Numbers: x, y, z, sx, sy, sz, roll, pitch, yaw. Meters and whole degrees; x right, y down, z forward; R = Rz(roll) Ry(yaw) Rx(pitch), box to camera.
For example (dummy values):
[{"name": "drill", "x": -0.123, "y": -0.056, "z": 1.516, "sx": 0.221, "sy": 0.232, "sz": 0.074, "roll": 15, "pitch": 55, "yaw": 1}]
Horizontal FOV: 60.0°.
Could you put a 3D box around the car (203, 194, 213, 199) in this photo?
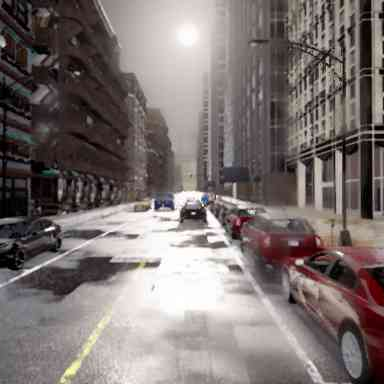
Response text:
[{"name": "car", "x": 2.699, "y": 1.373, "z": 44.727, "sx": 1.802, "sy": 1.307, "sz": 4.206, "roll": 1, "pitch": 0, "yaw": 0}]

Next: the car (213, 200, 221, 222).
[{"name": "car", "x": 2.701, "y": 1.448, "z": 22.122, "sx": 2.008, "sy": 1.369, "sz": 4.403, "roll": 1, "pitch": 0, "yaw": 0}]

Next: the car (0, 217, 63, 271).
[{"name": "car", "x": -5.679, "y": 1.516, "z": 10.822, "sx": 1.947, "sy": 1.339, "sz": 4.313, "roll": 1, "pitch": 0, "yaw": 0}]

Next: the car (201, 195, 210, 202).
[{"name": "car", "x": 2.697, "y": 1.265, "z": 67.331, "sx": 1.802, "sy": 1.307, "sz": 4.206, "roll": 1, "pitch": 0, "yaw": 0}]

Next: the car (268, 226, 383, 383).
[{"name": "car", "x": 2.702, "y": 1.521, "z": 5.168, "sx": 1.887, "sy": 1.381, "sz": 4.507, "roll": 1, "pitch": 0, "yaw": 0}]

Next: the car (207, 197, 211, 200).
[{"name": "car", "x": 2.700, "y": 1.427, "z": 33.424, "sx": 1.802, "sy": 1.307, "sz": 4.206, "roll": 1, "pitch": 0, "yaw": 0}]

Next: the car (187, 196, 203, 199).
[{"name": "car", "x": 0.099, "y": 1.404, "z": 42.131, "sx": 1.895, "sy": 1.301, "sz": 4.718, "roll": 0, "pitch": 0, "yaw": 0}]

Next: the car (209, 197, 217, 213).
[{"name": "car", "x": 2.701, "y": 1.422, "z": 27.774, "sx": 2.008, "sy": 1.369, "sz": 4.403, "roll": 1, "pitch": 0, "yaw": 0}]

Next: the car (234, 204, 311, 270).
[{"name": "car", "x": 2.704, "y": 1.390, "z": 10.820, "sx": 1.967, "sy": 1.590, "sz": 4.097, "roll": 1, "pitch": 0, "yaw": 0}]

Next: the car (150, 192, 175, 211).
[{"name": "car", "x": -3.100, "y": 1.043, "z": 38.312, "sx": 2.150, "sy": 2.045, "sz": 5.566, "roll": 0, "pitch": 0, "yaw": 0}]

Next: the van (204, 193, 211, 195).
[{"name": "van", "x": 2.702, "y": 1.078, "z": 56.028, "sx": 1.690, "sy": 1.788, "sz": 3.998, "roll": 1, "pitch": 0, "yaw": 0}]

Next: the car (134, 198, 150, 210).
[{"name": "car", "x": -5.680, "y": 1.344, "z": 38.908, "sx": 1.752, "sy": 1.417, "sz": 4.829, "roll": 1, "pitch": 0, "yaw": 0}]

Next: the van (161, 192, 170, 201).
[{"name": "van", "x": -5.766, "y": 0.997, "z": 73.013, "sx": 1.690, "sy": 1.788, "sz": 3.998, "roll": 1, "pitch": 0, "yaw": 0}]

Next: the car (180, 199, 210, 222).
[{"name": "car", "x": 0.099, "y": 1.447, "z": 25.039, "sx": 1.994, "sy": 1.385, "sz": 4.181, "roll": 0, "pitch": 0, "yaw": 0}]

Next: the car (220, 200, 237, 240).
[{"name": "car", "x": 2.703, "y": 1.364, "z": 16.471, "sx": 1.967, "sy": 1.590, "sz": 4.097, "roll": 1, "pitch": 0, "yaw": 0}]
